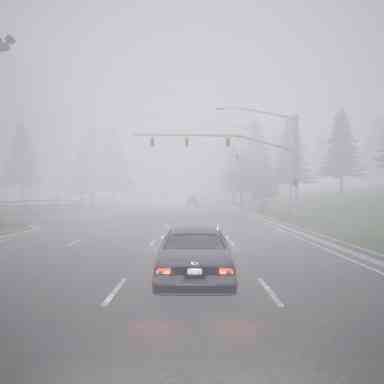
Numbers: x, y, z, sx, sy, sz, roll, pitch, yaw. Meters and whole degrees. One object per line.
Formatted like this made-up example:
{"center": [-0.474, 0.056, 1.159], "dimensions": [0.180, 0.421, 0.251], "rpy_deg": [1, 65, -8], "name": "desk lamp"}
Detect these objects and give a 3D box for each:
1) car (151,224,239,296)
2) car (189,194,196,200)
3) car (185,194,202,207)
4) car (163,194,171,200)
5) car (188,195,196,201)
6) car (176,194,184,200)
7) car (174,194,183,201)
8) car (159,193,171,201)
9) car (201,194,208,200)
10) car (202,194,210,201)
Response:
{"center": [0.071, 1.547, 8.800], "dimensions": [2.033, 1.411, 5.357], "rpy_deg": [0, 0, 0], "name": "car"}
{"center": [0.047, 1.310, 93.902], "dimensions": [1.882, 1.535, 5.008], "rpy_deg": [0, 0, 0], "name": "car"}
{"center": [0.024, 1.352, 52.839], "dimensions": [2.097, 1.767, 4.553], "rpy_deg": [0, 0, 0], "name": "car"}
{"center": [-6.953, 1.385, 93.906], "dimensions": [1.994, 1.385, 4.181], "rpy_deg": [0, 0, 0], "name": "car"}
{"center": [0.042, 1.531, 83.482], "dimensions": [2.033, 1.411, 5.357], "rpy_deg": [0, 0, 0], "name": "car"}
{"center": [-3.453, 1.358, 93.904], "dimensions": [2.128, 1.511, 4.902], "rpy_deg": [0, 0, 0], "name": "car"}
{"center": [-3.458, 1.517, 83.901], "dimensions": [1.812, 1.442, 4.674], "rpy_deg": [0, 0, 0], "name": "car"}
{"center": [-6.958, 1.217, 83.516], "dimensions": [2.150, 2.045, 5.566], "rpy_deg": [0, 0, 0], "name": "car"}
{"center": [3.547, 1.310, 93.901], "dimensions": [1.882, 1.535, 5.008], "rpy_deg": [0, 0, 0], "name": "car"}
{"center": [3.542, 1.492, 83.481], "dimensions": [1.837, 1.490, 4.892], "rpy_deg": [0, 0, 0], "name": "car"}
